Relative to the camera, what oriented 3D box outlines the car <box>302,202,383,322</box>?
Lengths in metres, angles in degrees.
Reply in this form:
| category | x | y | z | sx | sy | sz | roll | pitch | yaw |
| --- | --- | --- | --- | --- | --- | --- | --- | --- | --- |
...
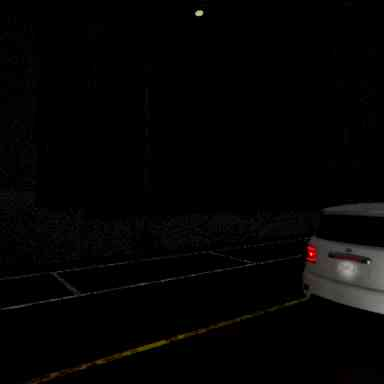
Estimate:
| category | x | y | z | sx | sy | sz | roll | pitch | yaw |
| --- | --- | --- | --- | --- | --- | --- | --- | --- | --- |
| car | 4.514 | 1.222 | 6.531 | 5.566 | 2.045 | 2.150 | 0 | 0 | -36 |

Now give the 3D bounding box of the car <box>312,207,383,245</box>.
| category | x | y | z | sx | sy | sz | roll | pitch | yaw |
| --- | --- | --- | --- | --- | --- | --- | --- | --- | --- |
| car | 8.034 | 1.546 | 16.252 | 4.507 | 1.381 | 1.887 | 0 | 0 | -35 |
